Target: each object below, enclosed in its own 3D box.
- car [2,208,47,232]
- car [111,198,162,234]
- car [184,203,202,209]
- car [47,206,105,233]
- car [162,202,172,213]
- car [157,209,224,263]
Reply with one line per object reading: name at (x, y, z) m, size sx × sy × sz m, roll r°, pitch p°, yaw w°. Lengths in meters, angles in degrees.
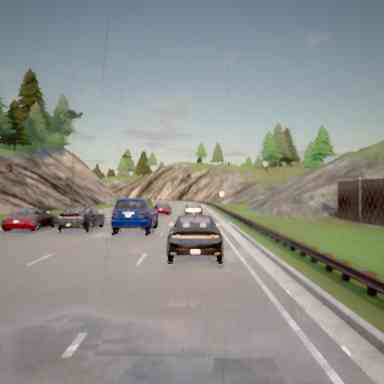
car at (-10.347, 1.727, 21.587) m, size 1.994 × 1.385 × 4.181 m, roll 0°, pitch 0°, yaw 0°
car at (-3.355, 1.375, 20.275) m, size 2.150 × 2.045 × 5.566 m, roll 0°, pitch 0°, yaw 0°
car at (0.137, 1.871, 35.648) m, size 1.895 × 1.301 × 4.718 m, roll 0°, pitch 0°, yaw 0°
car at (-6.851, 1.650, 20.896) m, size 2.128 × 1.511 × 4.902 m, roll 0°, pitch 0°, yaw 0°
car at (-3.375, 1.850, 37.828) m, size 1.994 × 1.385 × 4.181 m, roll 0°, pitch 0°, yaw 0°
car at (0.107, 1.586, 12.374) m, size 2.128 × 1.511 × 4.902 m, roll 0°, pitch 0°, yaw 0°
